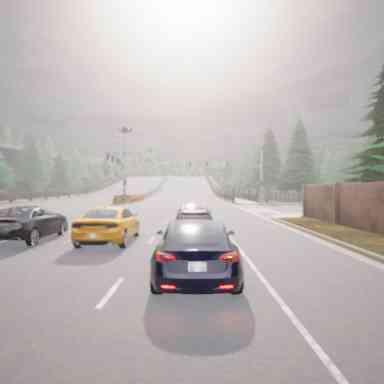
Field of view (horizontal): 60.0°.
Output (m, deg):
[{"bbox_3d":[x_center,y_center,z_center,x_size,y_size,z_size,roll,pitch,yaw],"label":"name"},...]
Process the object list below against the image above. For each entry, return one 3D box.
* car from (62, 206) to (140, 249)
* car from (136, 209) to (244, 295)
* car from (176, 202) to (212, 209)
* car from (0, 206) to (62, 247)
[{"bbox_3d":[-3.403,1.320,13.860,1.882,1.535,5.008,0,1,0],"label":"car"},{"bbox_3d":[0.099,1.406,8.506,2.163,1.488,4.792,0,1,0],"label":"car"},{"bbox_3d":[0.095,1.292,17.596,2.128,1.511,4.902,0,1,0],"label":"car"},{"bbox_3d":[-6.903,1.331,14.094,2.128,1.511,4.902,0,1,0],"label":"car"}]
